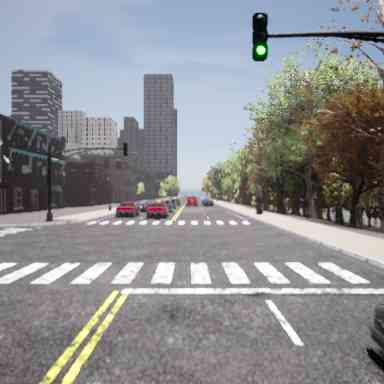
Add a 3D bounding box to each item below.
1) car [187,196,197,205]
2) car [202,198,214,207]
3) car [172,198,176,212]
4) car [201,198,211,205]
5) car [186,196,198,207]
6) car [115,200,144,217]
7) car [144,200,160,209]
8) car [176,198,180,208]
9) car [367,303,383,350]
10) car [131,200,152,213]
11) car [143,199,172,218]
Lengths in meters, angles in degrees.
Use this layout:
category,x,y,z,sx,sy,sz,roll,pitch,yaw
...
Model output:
category,x,y,z,sx,sy,sz,roll,pitch,yaw
car,-0.096,1.864,74.871,2.150,2.045,5.566,0,0,0
car,3.269,2.120,65.027,1.994,1.385,4.181,0,-1,0
car,-3.406,1.874,42.885,1.837,1.490,4.892,0,0,0
car,3.154,2.118,75.056,1.882,1.535,5.008,0,0,0
car,0.014,1.772,64.335,2.150,2.045,5.566,0,0,0
car,-6.646,1.778,34.770,1.882,1.535,5.008,0,0,0
car,-6.662,2.023,55.423,2.033,1.411,5.357,0,0,0
car,-3.409,1.964,53.408,1.837,1.490,4.892,0,-1,0
car,3.348,1.567,2.135,2.033,1.411,5.357,0,0,0
car,-6.656,1.874,44.370,2.128,1.511,4.902,0,-1,0
car,-3.392,1.767,33.395,1.882,1.535,5.008,0,0,0
